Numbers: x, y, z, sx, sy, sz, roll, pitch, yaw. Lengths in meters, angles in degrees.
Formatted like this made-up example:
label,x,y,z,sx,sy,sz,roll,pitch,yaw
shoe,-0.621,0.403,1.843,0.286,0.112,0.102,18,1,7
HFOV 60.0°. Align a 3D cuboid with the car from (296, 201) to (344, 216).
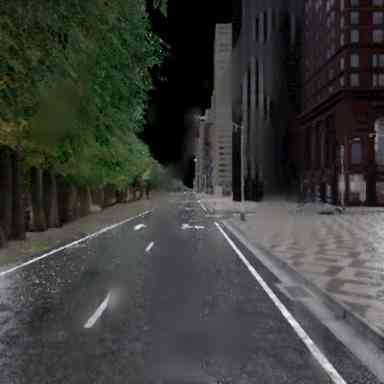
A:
label,x,y,z,sx,sy,sz,roll,pitch,yaw
car,12.259,1.586,31.980,4.181,1.385,1.994,0,0,0
